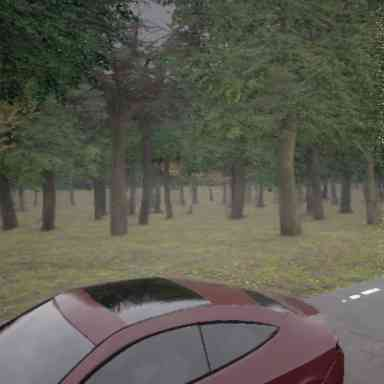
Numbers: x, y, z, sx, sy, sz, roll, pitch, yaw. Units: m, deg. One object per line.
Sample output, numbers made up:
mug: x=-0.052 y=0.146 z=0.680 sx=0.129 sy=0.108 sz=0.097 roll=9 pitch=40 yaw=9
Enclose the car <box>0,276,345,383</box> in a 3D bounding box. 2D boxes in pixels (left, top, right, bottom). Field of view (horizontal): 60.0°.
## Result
car: x=-0.657 y=1.526 z=2.587 sx=4.674 sy=1.442 sz=1.812 roll=0 pitch=0 yaw=-35
